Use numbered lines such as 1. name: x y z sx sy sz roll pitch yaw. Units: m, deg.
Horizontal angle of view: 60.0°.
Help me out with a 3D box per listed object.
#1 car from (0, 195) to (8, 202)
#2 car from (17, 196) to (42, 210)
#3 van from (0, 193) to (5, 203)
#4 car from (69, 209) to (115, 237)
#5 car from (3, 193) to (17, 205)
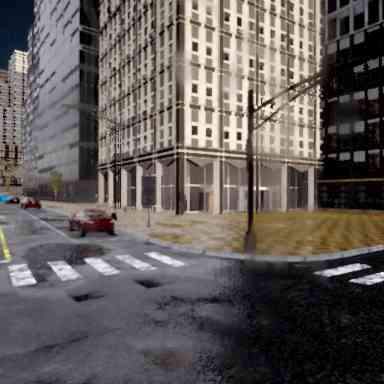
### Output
1. car: -39.132 1.263 68.067 1.887 1.381 4.507 1 -1 -37
2. car: -19.907 1.317 41.114 1.967 1.590 4.097 1 0 -34
3. van: -35.814 1.087 63.647 1.690 1.788 3.998 1 -1 -37
4. car: -5.358 1.570 17.792 1.802 1.307 4.206 1 0 -31
5. car: -29.352 1.366 54.703 1.947 1.339 4.313 1 -1 -35
